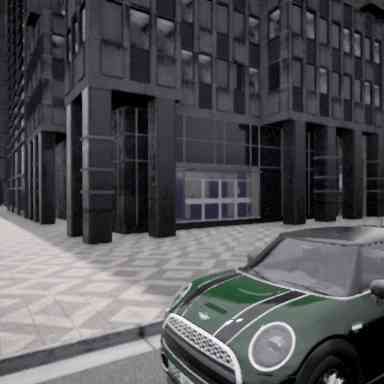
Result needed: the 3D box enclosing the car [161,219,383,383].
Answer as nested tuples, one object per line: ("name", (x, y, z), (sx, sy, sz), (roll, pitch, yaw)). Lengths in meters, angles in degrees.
("car", (1.846, 1.321, 4.563), (4.553, 1.767, 2.097), (-1, 0, -33))
